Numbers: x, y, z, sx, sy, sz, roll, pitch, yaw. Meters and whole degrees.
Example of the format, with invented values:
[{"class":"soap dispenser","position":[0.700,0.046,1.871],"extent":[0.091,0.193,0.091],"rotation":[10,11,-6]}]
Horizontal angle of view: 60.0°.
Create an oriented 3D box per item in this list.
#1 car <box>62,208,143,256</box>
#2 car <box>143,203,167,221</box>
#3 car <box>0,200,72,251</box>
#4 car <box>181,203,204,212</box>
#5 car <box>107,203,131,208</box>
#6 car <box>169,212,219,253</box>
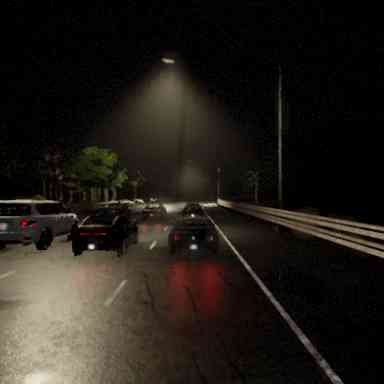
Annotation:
[{"class":"car","position":[-3.428,1.642,13.807],"extent":[1.837,1.490,4.892],"rotation":[0,0,0]},{"class":"car","position":[-3.427,1.793,31.008],"extent":[2.128,1.511,4.902],"rotation":[0,-1,0]},{"class":"car","position":[-6.921,1.368,14.961],"extent":[2.150,2.045,5.566],"rotation":[0,-1,0]},{"class":"car","position":[0.072,1.809,31.305],"extent":[1.837,1.490,4.892],"rotation":[0,-1,0]},{"class":"car","position":[-6.926,1.809,31.308],"extent":[1.837,1.490,4.892],"rotation":[0,-1,0]},{"class":"car","position":[0.075,1.744,14.410],"extent":[1.895,1.301,4.718],"rotation":[0,-1,0]}]
